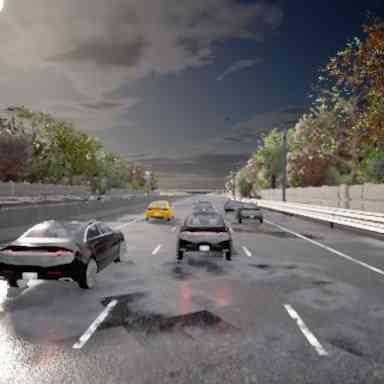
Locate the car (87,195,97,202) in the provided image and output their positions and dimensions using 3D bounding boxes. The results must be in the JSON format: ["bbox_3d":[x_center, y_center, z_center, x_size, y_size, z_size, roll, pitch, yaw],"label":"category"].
[{"bbox_3d":[-18.893,1.390,65.043,2.128,1.511,4.902,1,0,2],"label":"car"}]

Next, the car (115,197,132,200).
[{"bbox_3d":[-12.040,1.546,61.163,2.033,1.411,5.357,1,0,3],"label":"car"}]

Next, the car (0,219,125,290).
[{"bbox_3d":[-3.153,1.469,9.062,2.128,1.511,4.902,1,0,2],"label":"car"}]

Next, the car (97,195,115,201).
[{"bbox_3d":[-15.522,1.477,61.667,1.837,1.490,4.892,1,0,2],"label":"car"}]

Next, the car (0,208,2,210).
[{"bbox_3d":[-13.463,1.434,20.924,1.994,1.385,4.181,1,0,2],"label":"car"}]

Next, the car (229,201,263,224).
[{"bbox_3d":[4.392,1.594,26.282,2.128,1.511,4.902,1,0,2],"label":"car"}]

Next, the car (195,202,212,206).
[{"bbox_3d":[1.085,1.619,31.123,2.033,1.411,5.357,1,0,2],"label":"car"}]

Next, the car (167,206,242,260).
[{"bbox_3d":[0.469,1.521,12.667,2.128,1.511,4.902,1,0,2],"label":"car"}]

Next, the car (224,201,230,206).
[{"bbox_3d":[4.830,1.704,39.807,1.994,1.385,4.181,1,0,2],"label":"car"}]

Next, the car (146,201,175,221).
[{"bbox_3d":[-2.538,1.497,27.415,1.882,1.535,5.008,1,0,2],"label":"car"}]
